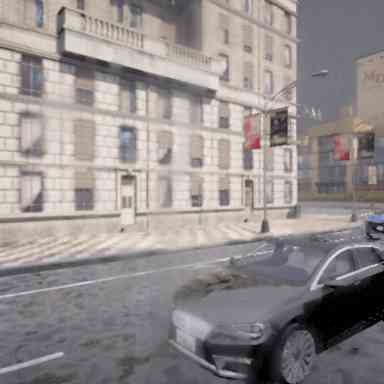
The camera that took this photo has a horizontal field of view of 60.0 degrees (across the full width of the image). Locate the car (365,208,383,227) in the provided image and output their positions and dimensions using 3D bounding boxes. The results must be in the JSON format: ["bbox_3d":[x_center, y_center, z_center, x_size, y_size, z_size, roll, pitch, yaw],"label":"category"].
[{"bbox_3d":[10.443,1.365,16.508,5.008,1.535,1.882,0,0,-38],"label":"car"}]

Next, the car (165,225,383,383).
[{"bbox_3d":[1.871,1.524,5.496,4.902,1.511,2.128,0,0,-37],"label":"car"}]
